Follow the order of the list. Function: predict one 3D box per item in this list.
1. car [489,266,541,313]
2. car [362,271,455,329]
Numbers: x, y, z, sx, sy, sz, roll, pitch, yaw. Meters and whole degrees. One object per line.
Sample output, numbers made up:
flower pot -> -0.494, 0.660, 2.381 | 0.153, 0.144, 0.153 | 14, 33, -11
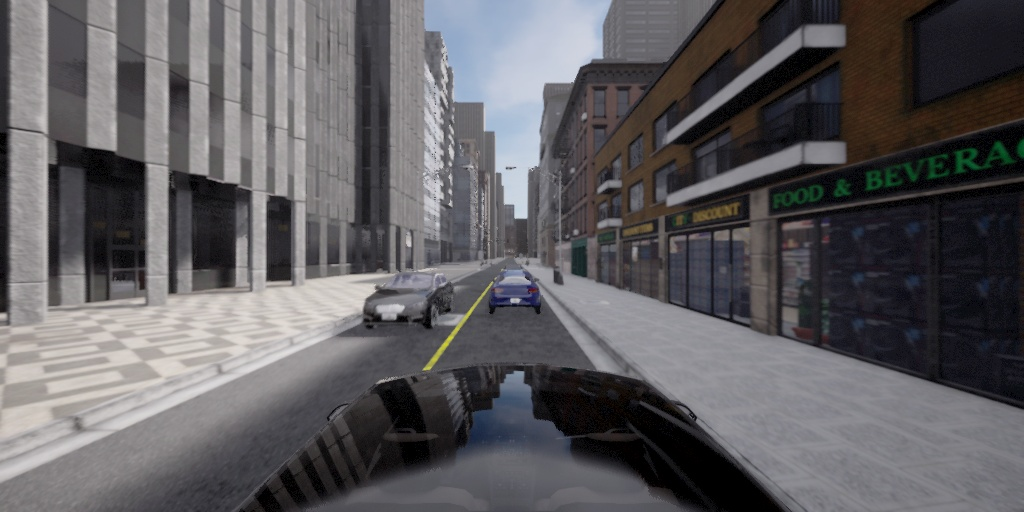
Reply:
car -> 0.099, 1.285, 13.955 | 1.812, 1.442, 4.674 | 0, 0, 0
car -> -3.026, 1.249, 11.347 | 2.128, 1.511, 4.902 | 0, 0, 0
